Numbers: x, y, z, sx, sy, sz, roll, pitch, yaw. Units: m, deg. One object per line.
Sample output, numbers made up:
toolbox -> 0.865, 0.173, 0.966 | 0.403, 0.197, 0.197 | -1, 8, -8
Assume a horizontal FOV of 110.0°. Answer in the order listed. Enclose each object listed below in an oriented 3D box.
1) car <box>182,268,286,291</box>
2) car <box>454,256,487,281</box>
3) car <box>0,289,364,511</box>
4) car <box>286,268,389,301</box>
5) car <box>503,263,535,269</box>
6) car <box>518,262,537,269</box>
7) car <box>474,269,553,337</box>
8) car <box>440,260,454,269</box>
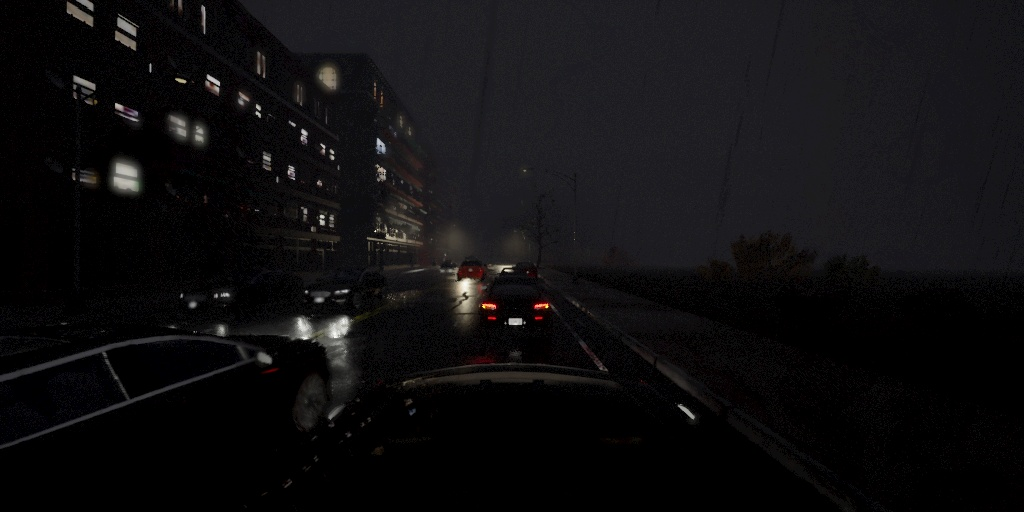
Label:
car -> -9.881, 1.243, 13.548 | 2.128, 1.511, 4.902 | 0, 0, 0
car -> -3.225, 1.107, 29.938 | 2.097, 1.767, 4.553 | 0, 0, 0
car -> -3.153, 1.241, 2.538 | 2.128, 1.511, 4.902 | 0, 0, 0
car -> -6.634, 1.244, 14.778 | 2.128, 1.511, 4.902 | 0, 0, 0
car -> 0.053, 1.317, 20.350 | 1.994, 1.385, 4.181 | 0, 0, 0
car -> 1.065, 1.232, 29.878 | 1.882, 1.535, 5.008 | 0, 0, 0
car -> 0.070, 1.277, 10.183 | 1.812, 1.442, 4.674 | 0, 0, 0
car -> -9.981, 1.300, 56.253 | 2.033, 1.411, 5.357 | 0, 0, 0
